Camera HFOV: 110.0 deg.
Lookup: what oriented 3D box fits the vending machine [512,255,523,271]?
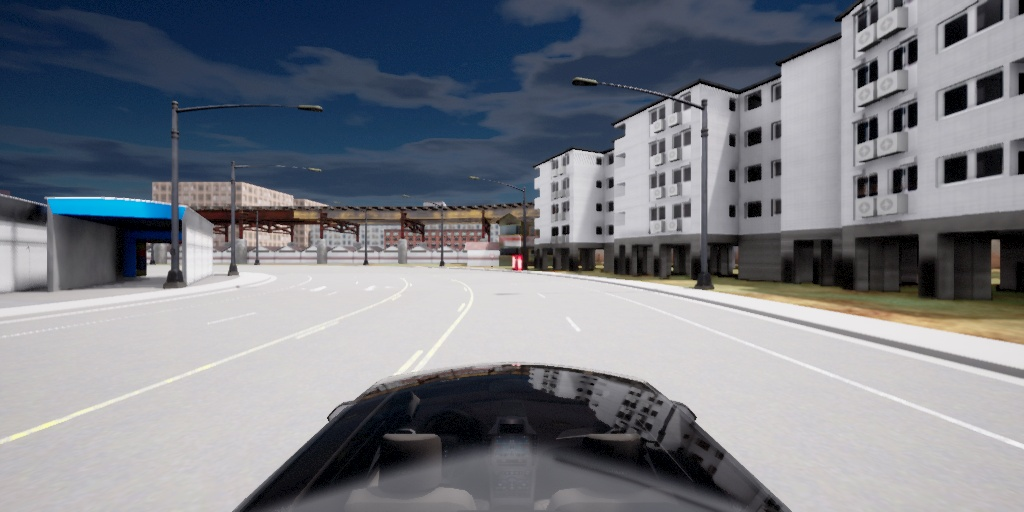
[{"bbox_3d":[0.645,0.879,43.002,1.100,2.100,0.880,0,0,-31],"label":"vending machine"}]
